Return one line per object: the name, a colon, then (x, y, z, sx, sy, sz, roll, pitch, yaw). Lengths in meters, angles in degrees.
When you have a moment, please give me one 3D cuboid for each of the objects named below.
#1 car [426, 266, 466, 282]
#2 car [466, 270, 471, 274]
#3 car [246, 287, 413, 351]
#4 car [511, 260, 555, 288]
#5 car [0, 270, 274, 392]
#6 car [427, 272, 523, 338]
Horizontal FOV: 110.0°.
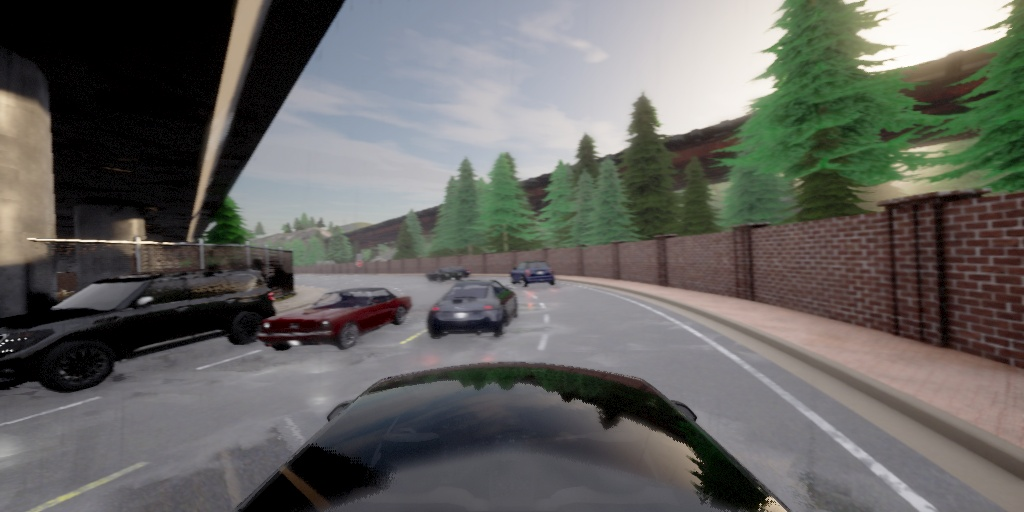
car: (-6.426, 1.773, 33.489, 1.895, 1.301, 4.718, -3, 0, -33)
car: (-6.466, 1.791, 39.203, 1.895, 1.301, 4.718, -3, 0, -37)
car: (-4.581, 1.613, 10.156, 1.895, 1.301, 4.718, -3, 0, 7)
car: (1.253, 1.097, 24.460, 2.097, 1.767, 4.553, -3, 0, -14)
car: (-8.388, 1.429, 8.341, 2.150, 2.045, 5.566, -3, 0, 11)
car: (-0.982, 1.389, 10.600, 1.994, 1.385, 4.181, -3, 0, 7)
